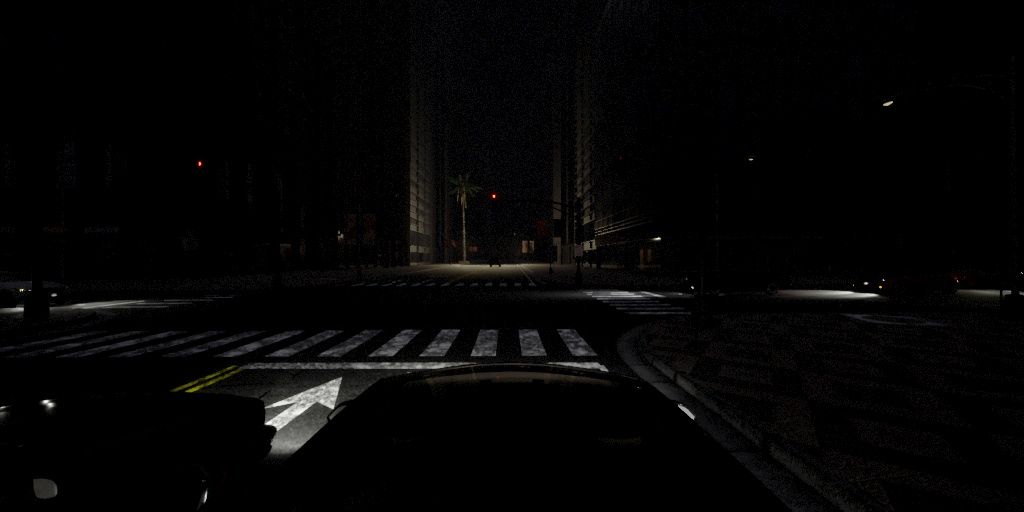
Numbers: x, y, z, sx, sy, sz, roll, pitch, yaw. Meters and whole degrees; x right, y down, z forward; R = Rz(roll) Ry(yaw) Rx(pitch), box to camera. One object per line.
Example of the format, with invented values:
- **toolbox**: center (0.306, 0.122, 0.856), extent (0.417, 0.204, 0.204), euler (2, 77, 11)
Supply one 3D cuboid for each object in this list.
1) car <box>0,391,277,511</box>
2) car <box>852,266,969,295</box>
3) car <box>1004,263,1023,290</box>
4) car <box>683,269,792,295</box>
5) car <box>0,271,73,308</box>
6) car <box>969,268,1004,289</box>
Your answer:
- **car**: center (-3.175, 1.297, 0.738), extent (2.033, 1.411, 5.357), euler (0, 0, 4)
- **car**: center (20.621, 1.252, 18.893), extent (4.181, 1.385, 1.994), euler (0, 0, -1)
- **car**: center (29.967, 1.012, 19.059), extent (4.553, 1.767, 2.097), euler (0, 0, -1)
- **car**: center (11.613, 1.320, 18.739), extent (4.718, 1.301, 1.895), euler (0, 0, -1)
- **car**: center (-21.383, 1.354, 14.955), extent (4.674, 1.442, 1.812), euler (0, 0, 1)
- **car**: center (26.420, 1.274, 21.753), extent (4.207, 1.307, 1.802), euler (0, 0, -1)
